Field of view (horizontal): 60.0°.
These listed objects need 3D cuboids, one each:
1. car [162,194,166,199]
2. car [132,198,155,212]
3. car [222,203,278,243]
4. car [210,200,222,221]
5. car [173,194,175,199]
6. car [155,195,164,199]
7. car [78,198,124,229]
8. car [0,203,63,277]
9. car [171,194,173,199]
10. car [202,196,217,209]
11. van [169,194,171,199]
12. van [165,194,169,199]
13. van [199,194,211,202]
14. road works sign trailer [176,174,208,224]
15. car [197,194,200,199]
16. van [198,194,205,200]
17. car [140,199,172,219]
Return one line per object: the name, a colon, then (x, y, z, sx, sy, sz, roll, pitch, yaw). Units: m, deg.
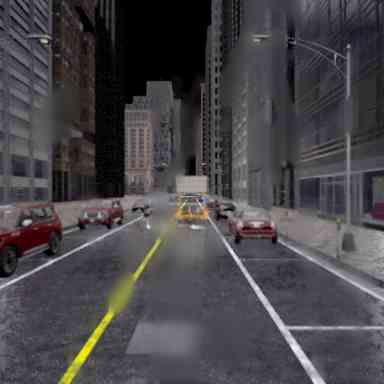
car: (-5.779, 1.560, 55.380, 1.752, 1.417, 4.829, 0, 0, 0)
car: (-5.775, 1.589, 38.628, 1.947, 1.339, 4.313, 0, 0, 0)
car: (2.755, 1.449, 16.072, 1.967, 1.590, 4.097, 0, 0, 0)
car: (2.753, 1.583, 27.354, 1.947, 1.339, 4.313, 0, 0, 0)
car: (-5.785, 1.364, 78.114, 2.192, 1.841, 5.009, 0, 0, 0)
car: (-5.778, 1.582, 49.910, 2.008, 1.369, 4.403, 0, 0, 0)
car: (-5.772, 1.327, 21.706, 2.192, 1.841, 5.009, 0, 0, 0)
car: (-5.769, 1.320, 10.424, 2.192, 1.841, 5.009, 0, 0, 0)
car: (-5.783, 1.485, 72.472, 1.967, 1.590, 4.097, 0, 0, 0)
car: (2.749, 1.573, 44.276, 1.887, 1.381, 4.507, 0, 0, 0)
van: (-5.782, 1.383, 66.832, 1.690, 1.788, 3.998, 0, 0, 0)
van: (-5.781, 1.379, 61.191, 1.690, 1.788, 3.998, 0, 0, 0)
van: (2.744, 1.380, 61.198, 1.690, 1.788, 3.998, 0, 0, 0)
road works sign trailer: (-0.006, 0.479, 24.739, 2.380, 3.560, 2.880, 0, 0, 0)
car: (2.741, 1.631, 78.120, 1.802, 1.307, 4.206, 0, 0, 0)
van: (2.736, 1.400, 95.042, 1.690, 1.788, 3.998, 0, 0, 0)
car: (-3.104, 1.582, 29.674, 1.994, 1.385, 4.181, 0, 0, 0)
